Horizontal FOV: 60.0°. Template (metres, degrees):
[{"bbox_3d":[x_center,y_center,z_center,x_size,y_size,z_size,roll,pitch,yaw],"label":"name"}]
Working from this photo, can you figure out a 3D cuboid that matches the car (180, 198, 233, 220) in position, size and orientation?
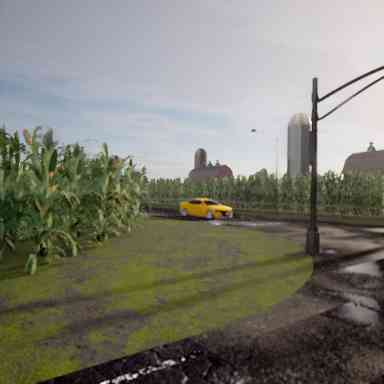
[{"bbox_3d":[1.026,1.265,26.017,1.882,1.535,5.008,1,0,-38],"label":"car"}]
